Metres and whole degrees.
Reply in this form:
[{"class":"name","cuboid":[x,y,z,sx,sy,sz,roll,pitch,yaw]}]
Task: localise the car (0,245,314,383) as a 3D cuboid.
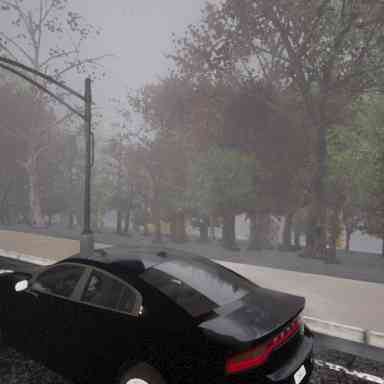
[{"class":"car","cuboid":[-1.021,1.477,4.467,5.008,1.535,1.882,0,0,36]}]
